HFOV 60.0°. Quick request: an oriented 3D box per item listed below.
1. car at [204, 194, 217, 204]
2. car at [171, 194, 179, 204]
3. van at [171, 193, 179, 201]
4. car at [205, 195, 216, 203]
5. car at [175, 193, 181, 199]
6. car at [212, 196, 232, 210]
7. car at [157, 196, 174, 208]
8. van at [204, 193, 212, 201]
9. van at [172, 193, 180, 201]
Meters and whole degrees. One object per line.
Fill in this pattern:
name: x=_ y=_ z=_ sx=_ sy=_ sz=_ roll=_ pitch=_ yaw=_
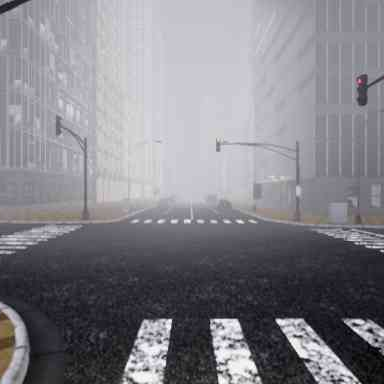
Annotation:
car: x=3.823 y=1.271 z=63.970 sx=2.192 sy=1.841 sz=5.009 roll=0 pitch=0 yaw=0
car: x=-4.057 y=1.522 z=63.942 sx=1.947 sy=1.339 sz=4.313 roll=0 pitch=0 yaw=0
van: x=-4.117 y=1.269 z=80.524 sx=1.690 sy=1.788 sz=3.998 roll=0 pitch=0 yaw=0
car: x=3.803 y=1.387 z=69.498 sx=1.967 sy=1.590 sz=4.097 roll=0 pitch=0 yaw=0
car: x=-4.097 y=1.377 z=74.997 sx=1.967 sy=1.590 sz=4.097 roll=0 pitch=0 yaw=0
car: x=3.952 y=1.552 z=41.861 sx=1.947 sy=1.339 sz=4.313 roll=0 pitch=0 yaw=0
car: x=-3.998 y=1.562 z=47.359 sx=1.802 sy=1.307 sz=4.206 roll=0 pitch=0 yaw=0
van: x=3.763 y=1.269 z=80.553 sx=1.690 sy=1.788 sz=3.998 roll=0 pitch=0 yaw=0
van: x=-4.137 y=1.259 z=86.052 sx=1.690 sy=1.788 sz=3.998 roll=0 pitch=0 yaw=0
